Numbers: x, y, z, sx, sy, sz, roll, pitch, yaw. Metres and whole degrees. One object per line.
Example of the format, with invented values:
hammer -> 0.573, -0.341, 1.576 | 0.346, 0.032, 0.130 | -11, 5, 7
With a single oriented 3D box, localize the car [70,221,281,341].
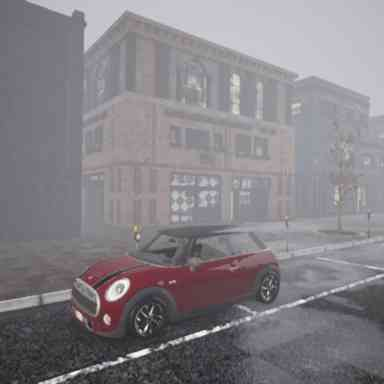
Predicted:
car -> -0.184, 1.435, 6.472 | 4.097, 1.590, 1.967 | 0, 1, -36
